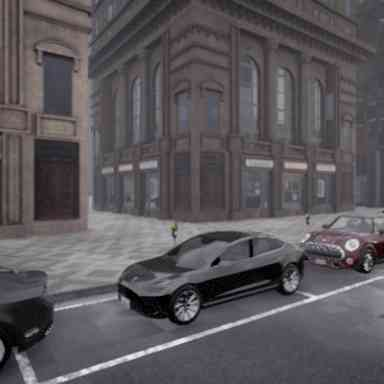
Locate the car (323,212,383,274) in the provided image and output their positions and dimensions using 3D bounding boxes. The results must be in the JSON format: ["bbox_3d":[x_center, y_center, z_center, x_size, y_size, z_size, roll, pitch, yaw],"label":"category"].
[{"bbox_3d":[5.170,1.391,10.331,4.097,1.590,1.967,0,0,-35],"label":"car"}]

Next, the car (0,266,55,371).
[{"bbox_3d":[-3.951,1.556,3.826,4.403,1.369,2.008,0,0,-35],"label":"car"}]

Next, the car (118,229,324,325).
[{"bbox_3d":[0.610,1.544,7.079,4.313,1.339,1.947,0,0,-35],"label":"car"}]
